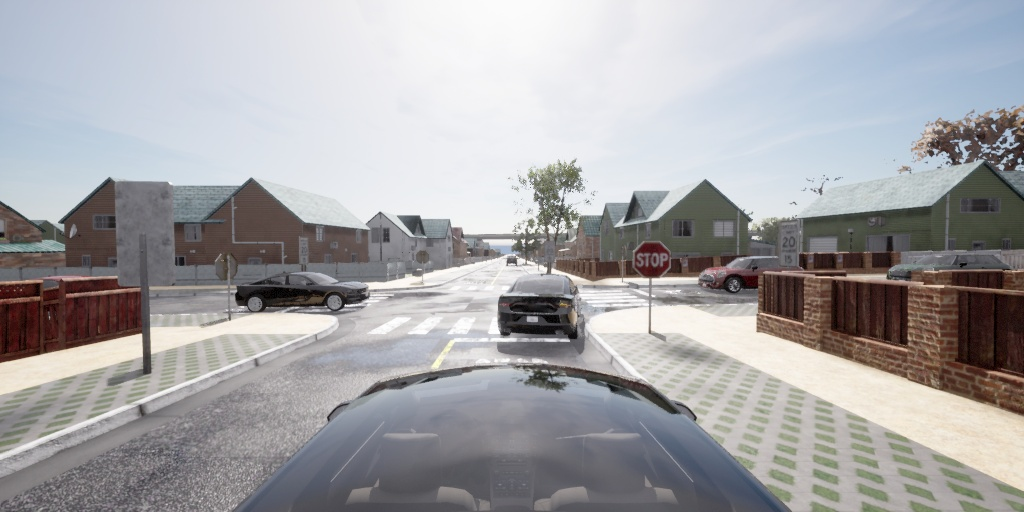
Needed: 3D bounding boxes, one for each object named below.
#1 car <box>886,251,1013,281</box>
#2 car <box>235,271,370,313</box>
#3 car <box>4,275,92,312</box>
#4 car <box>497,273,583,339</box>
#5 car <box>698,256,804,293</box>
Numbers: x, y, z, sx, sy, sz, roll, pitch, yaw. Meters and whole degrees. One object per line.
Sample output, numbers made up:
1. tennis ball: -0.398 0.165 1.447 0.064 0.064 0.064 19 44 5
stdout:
1. car: 21.696 0.646 17.895 4.553 1.767 2.097 -1 2 0
2. car: -8.473 1.376 14.730 5.008 1.535 1.882 -1 2 0
3. car: -18.026 1.546 14.664 5.008 1.535 1.882 -1 2 0
4. car: 0.955 1.224 10.207 1.882 1.535 5.008 0 0 12
5. car: 11.801 0.820 17.820 4.553 1.767 2.097 -1 2 0
